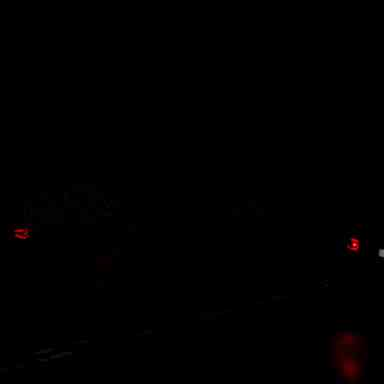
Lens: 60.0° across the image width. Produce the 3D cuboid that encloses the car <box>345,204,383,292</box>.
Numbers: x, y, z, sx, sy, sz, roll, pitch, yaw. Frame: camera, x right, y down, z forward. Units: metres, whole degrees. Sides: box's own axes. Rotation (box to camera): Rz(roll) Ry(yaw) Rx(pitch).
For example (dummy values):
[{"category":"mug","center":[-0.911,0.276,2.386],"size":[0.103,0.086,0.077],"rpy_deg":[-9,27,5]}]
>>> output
[{"category":"car","center":[5.962,1.315,7.996],"size":[5.566,2.045,2.150],"rpy_deg":[1,0,-35]}]

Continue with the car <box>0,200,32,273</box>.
[{"category":"car","center":[-6.798,1.209,7.741],"size":[5.566,2.045,2.150],"rpy_deg":[1,0,-35]}]
